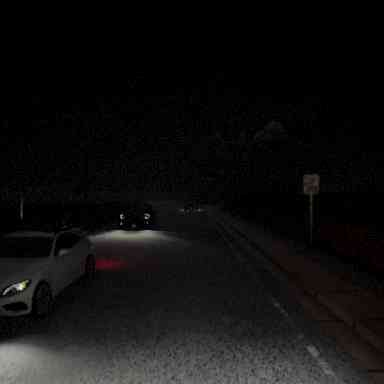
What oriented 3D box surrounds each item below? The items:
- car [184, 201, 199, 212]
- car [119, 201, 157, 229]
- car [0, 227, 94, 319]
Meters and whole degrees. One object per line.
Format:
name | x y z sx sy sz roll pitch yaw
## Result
car | -0.084 1.924 45.986 1.812 1.442 4.674 0 0 0
car | -3.631 1.554 22.980 2.097 1.767 4.553 0 0 0
car | -3.614 1.595 7.623 1.812 1.442 4.674 0 -1 0
